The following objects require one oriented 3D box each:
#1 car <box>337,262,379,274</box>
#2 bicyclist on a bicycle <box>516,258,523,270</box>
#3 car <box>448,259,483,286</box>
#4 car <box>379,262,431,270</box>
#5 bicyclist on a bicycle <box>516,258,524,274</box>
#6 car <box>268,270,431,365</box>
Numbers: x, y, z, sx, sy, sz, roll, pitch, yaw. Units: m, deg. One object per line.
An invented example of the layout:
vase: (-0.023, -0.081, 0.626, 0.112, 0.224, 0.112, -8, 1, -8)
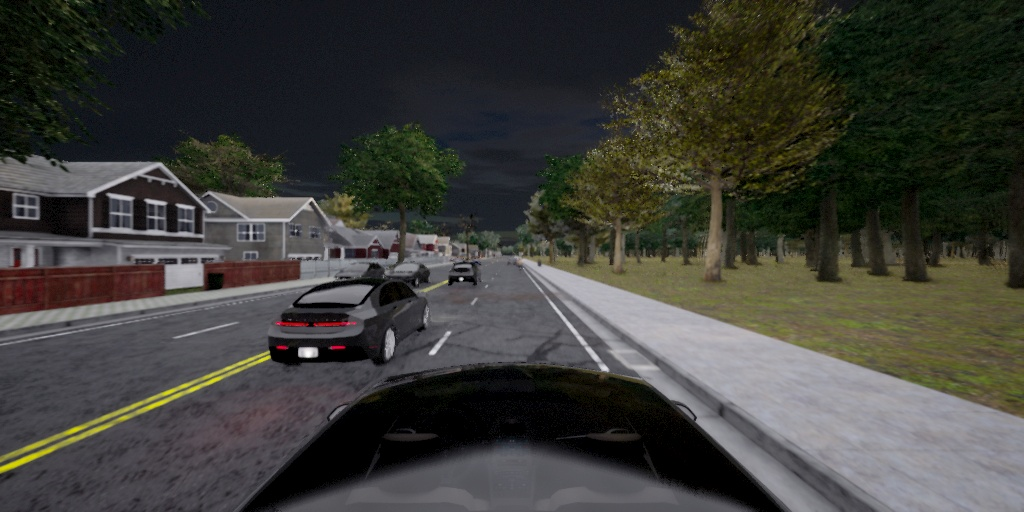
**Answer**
car: (-9.839, 1.178, 23.559, 1.837, 1.490, 4.892, 0, 0, 0)
bicyclist on a bicycle: (0.908, 1.027, 46.278, 0.866, 1.612, 1.509, 0, 0, 0)
car: (-3.140, 1.173, 24.603, 1.837, 1.490, 4.892, 0, 0, 0)
car: (-6.589, 1.151, 23.173, 1.882, 1.535, 5.008, 0, 0, 0)
bicyclist on a bicycle: (0.890, 1.058, 37.567, 0.866, 1.612, 1.509, 0, 0, 0)
car: (-3.146, 1.233, 7.956, 1.837, 1.490, 4.892, 0, 0, 0)
